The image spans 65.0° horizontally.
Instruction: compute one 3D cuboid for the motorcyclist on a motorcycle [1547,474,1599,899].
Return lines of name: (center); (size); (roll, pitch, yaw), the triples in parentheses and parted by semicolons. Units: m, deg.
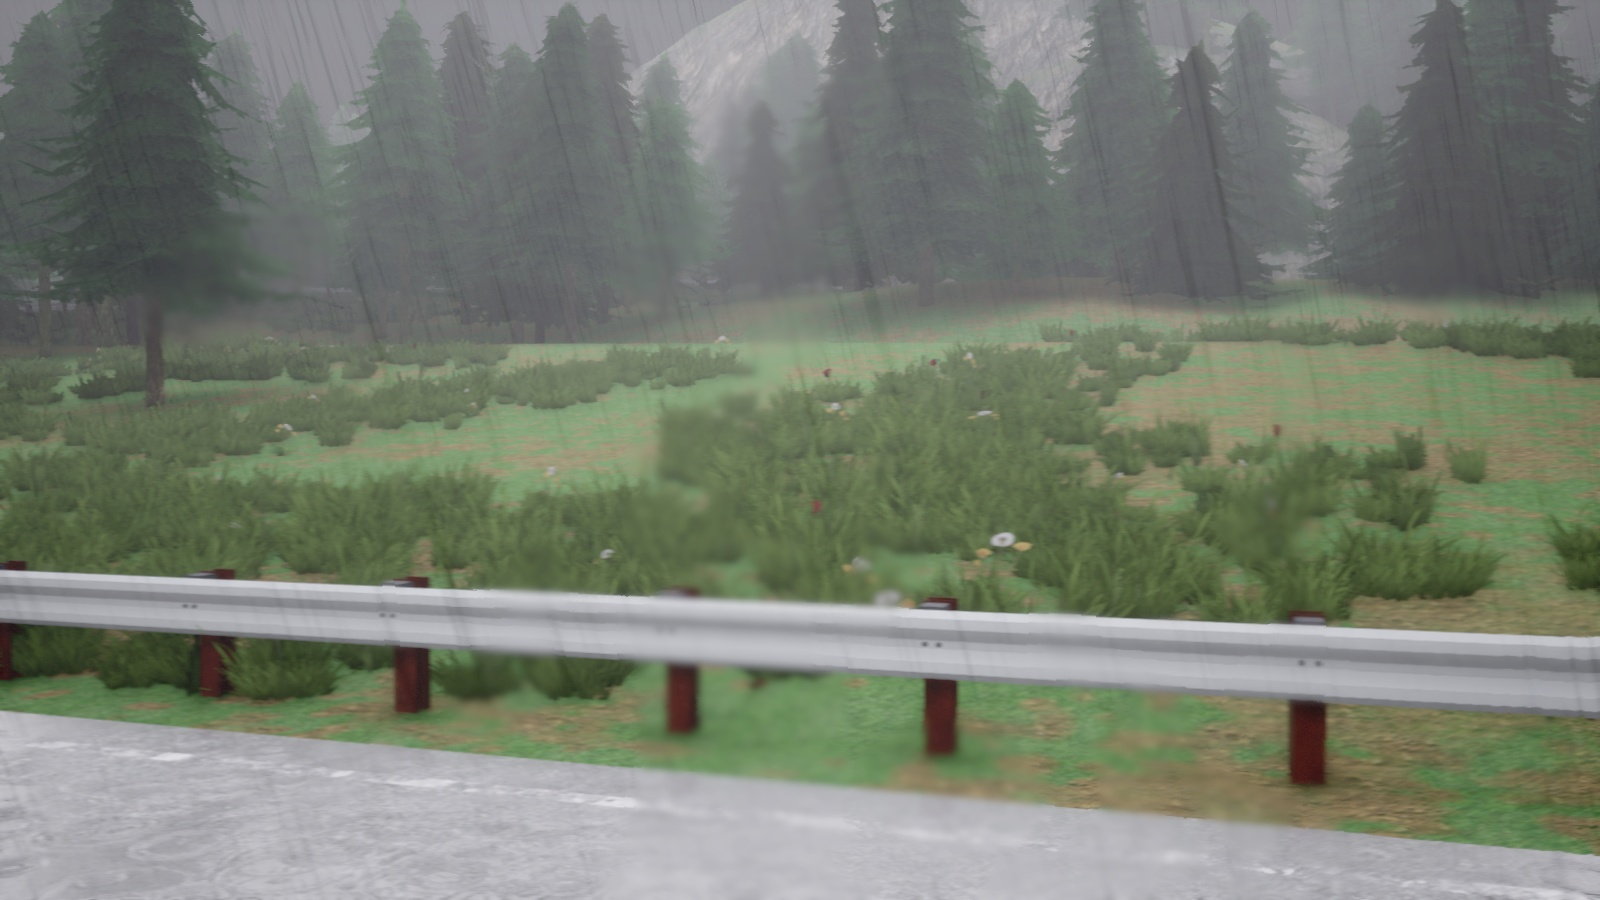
motorcyclist on a motorcycle: (2.711, 0.835, 2.282); (2.191, 1.530, 0.866); (0, 1, 19)
